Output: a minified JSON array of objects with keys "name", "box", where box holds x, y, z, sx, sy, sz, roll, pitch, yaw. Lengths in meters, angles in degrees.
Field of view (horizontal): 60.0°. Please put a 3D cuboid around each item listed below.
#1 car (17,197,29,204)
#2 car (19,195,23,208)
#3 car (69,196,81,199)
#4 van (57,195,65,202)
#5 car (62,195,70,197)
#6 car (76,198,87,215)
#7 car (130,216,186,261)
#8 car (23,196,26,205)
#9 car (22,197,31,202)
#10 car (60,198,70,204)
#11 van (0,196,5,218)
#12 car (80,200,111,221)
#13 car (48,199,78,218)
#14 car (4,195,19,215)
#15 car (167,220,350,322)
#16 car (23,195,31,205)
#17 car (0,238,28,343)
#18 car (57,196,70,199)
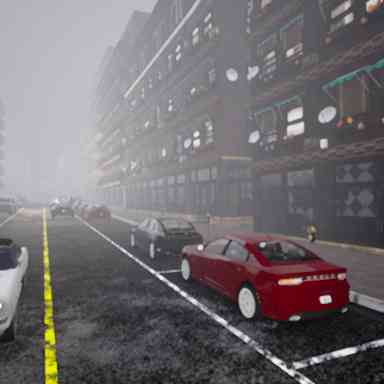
[{"name":"car","box":[-35.364,1.802,69.739,1.887,1.381,4.507,1,-1,-24]},{"name":"car","box":[-21.817,1.423,39.447,2.192,1.841,5.009,2,-1,-24]},{"name":"car","box":[-12.338,1.532,37.560,1.967,1.590,4.097,1,-1,-24]},{"name":"van","box":[-32.688,1.666,82.993,1.690,1.788,3.998,1,-1,-24]},{"name":"car","box":[-16.887,1.445,47.644,2.192,1.841,5.009,1,-1,-24]},{"name":"car","box":[-10.090,1.619,32.505,1.887,1.381,4.507,1,-1,-24]},{"name":"car","box":[-1.064,1.571,12.309,2.008,1.369,4.403,2,-1,-24]},{"name":"car","box":[-26.337,1.715,49.543,1.947,1.339,4.313,2,-1,-24]},{"name":"car","box":[-42.136,1.940,84.887,1.802,1.307,4.206,1,-1,-24]},{"name":"car","box":[-25.921,1.812,67.840,1.802,1.307,4.206,1,-1,-24]},{"name":"van","box":[-15.049,1.396,24.300,1.690,1.788,3.998,2,-1,-24]},{"name":"car","box":[-7.833,1.602,27.457,1.887,1.381,4.507,1,-1,-24]},{"name":"car","box":[-12.158,1.635,31.079,1.994,1.385,4.181,0,0,-26]},{"name":"car","box":[-19.561,1.404,34.398,2.192,1.841,5.009,2,-1,-24]},{"name":"car","box":[1.194,1.556,7.258,1.887,1.381,4.507,2,-1,-24]},{"name":"car","box":[-33.102,1.542,64.692,2.192,1.841,5.009,1,-1,-24]},{"name":"car","box":[-4.138,1.612,6.117,1.895,1.301,4.718,0,0,-24]},{"name":"car","box":[-16.249,1.595,40.148,2.128,1.511,4.902,0,0,-24]}]
